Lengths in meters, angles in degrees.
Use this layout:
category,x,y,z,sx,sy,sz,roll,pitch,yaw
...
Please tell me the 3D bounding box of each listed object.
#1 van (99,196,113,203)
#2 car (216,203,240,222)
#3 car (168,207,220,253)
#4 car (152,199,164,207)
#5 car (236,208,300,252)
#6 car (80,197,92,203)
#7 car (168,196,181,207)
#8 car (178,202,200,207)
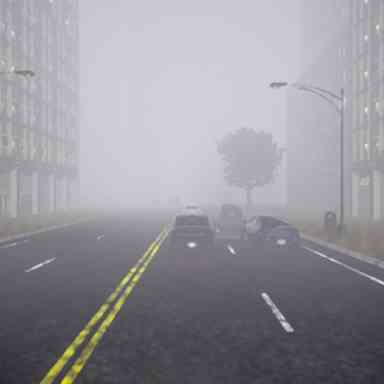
category,x,y,z,sx,sy,sz,roll,pitch,yaw
van,-22.649,1.908,86.707,3.998,1.788,1.690,0,0,1
car,3.256,1.743,29.478,1.882,1.535,5.008,0,0,0
car,0.004,1.640,14.293,1.837,1.490,4.892,0,0,0
car,-6.528,2.066,64.246,1.812,1.442,4.674,0,0,1
car,3.256,1.658,14.372,1.812,1.442,4.674,0,0,0
car,-28.189,2.086,86.753,4.507,1.381,1.887,0,0,1
car,-3.285,1.753,63.978,2.150,2.045,5.566,0,0,1
car,0.005,1.791,29.379,1.812,1.442,4.674,0,0,0
